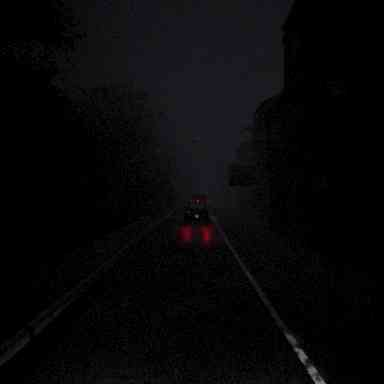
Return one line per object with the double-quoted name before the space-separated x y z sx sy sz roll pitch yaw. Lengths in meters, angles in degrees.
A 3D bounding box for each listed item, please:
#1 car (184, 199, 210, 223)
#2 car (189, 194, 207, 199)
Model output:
"car" 0.369 1.523 25.429 1.812 1.442 4.674 0 0 1
"car" 0.760 1.220 42.970 2.150 2.045 5.566 0 0 1
